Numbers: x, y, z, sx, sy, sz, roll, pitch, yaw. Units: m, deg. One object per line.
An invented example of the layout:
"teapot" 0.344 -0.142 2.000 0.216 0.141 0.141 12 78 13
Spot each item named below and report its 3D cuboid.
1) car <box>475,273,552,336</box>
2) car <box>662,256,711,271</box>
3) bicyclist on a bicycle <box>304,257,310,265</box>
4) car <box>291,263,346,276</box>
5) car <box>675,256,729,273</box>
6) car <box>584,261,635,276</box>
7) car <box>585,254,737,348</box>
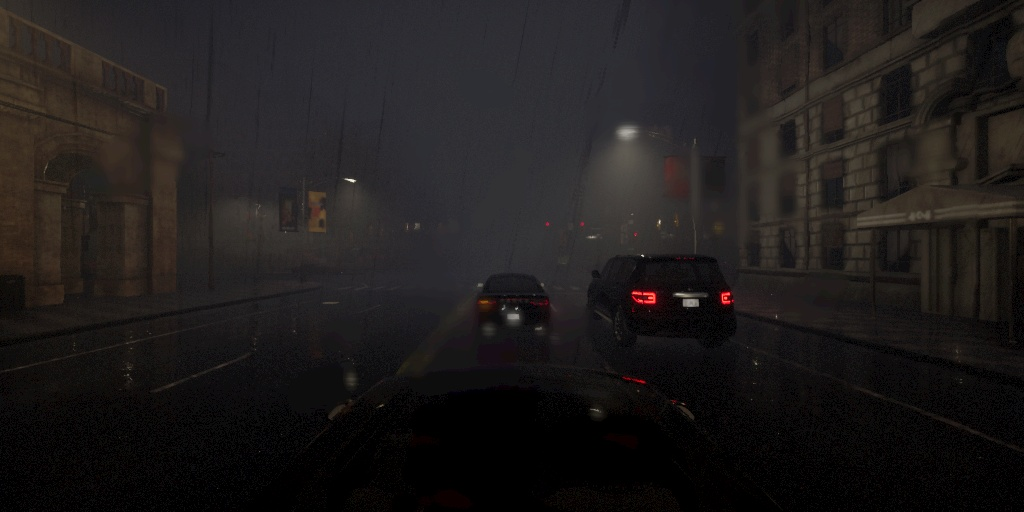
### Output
"car" -0.011 1.228 10.494 1.882 1.535 5.008 0 0 -2
"car" 23.182 0.971 47.781 5.566 2.045 2.150 0 0 0
"bicyclist on a bicycle" -31.577 1.050 55.228 0.582 1.620 1.656 0 0 0
"car" -19.219 1.351 35.824 4.718 1.301 1.895 0 0 0
"car" 23.387 0.971 44.270 5.566 2.045 2.150 0 0 1
"car" 9.719 1.275 36.008 4.674 1.442 1.812 0 0 0
"car" 3.455 0.971 9.415 2.150 2.045 5.566 0 0 2
